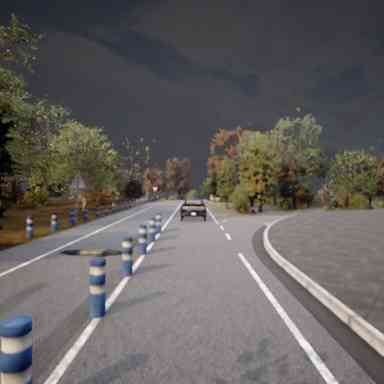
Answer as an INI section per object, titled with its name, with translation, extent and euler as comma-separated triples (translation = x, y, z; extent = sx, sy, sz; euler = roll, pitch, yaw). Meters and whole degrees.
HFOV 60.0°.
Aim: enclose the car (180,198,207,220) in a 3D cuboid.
[car]
translation = 0.117, 1.221, 24.834
extent = 2.128, 1.511, 4.902
euler = 0, 1, 0
